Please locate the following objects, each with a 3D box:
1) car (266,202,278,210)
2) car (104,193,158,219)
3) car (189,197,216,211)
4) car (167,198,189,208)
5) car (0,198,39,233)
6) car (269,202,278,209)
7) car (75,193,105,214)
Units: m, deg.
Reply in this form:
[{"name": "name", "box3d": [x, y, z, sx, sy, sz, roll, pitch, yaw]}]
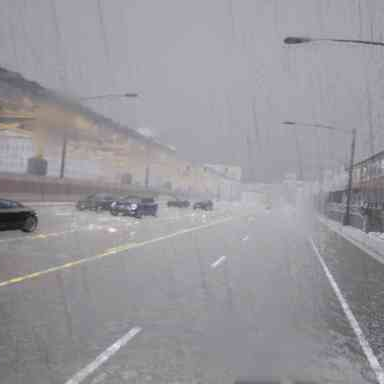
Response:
[{"name": "car", "box3d": [17.014, 3.150, 71.478, 1.895, 1.301, 4.718, 5, 0, 17]}, {"name": "car", "box3d": [-4.186, 0.986, 24.799, 2.097, 1.767, 4.553, 5, 0, 17]}, {"name": "car", "box3d": [1.546, 1.686, 43.840, 1.837, 1.490, 4.892, 5, 0, 17]}, {"name": "car", "box3d": [-1.794, 1.503, 44.875, 1.895, 1.301, 4.718, 5, 0, 17]}, {"name": "car", "box3d": [-7.845, 0.865, 12.543, 1.994, 1.385, 4.181, 5, 0, 16]}, {"name": "car", "box3d": [19.869, 3.196, 81.040, 1.812, 1.442, 4.674, 5, 0, 17]}, {"name": "car", "box3d": [-7.294, 0.860, 26.626, 1.837, 1.490, 4.892, 5, 0, 17]}]
